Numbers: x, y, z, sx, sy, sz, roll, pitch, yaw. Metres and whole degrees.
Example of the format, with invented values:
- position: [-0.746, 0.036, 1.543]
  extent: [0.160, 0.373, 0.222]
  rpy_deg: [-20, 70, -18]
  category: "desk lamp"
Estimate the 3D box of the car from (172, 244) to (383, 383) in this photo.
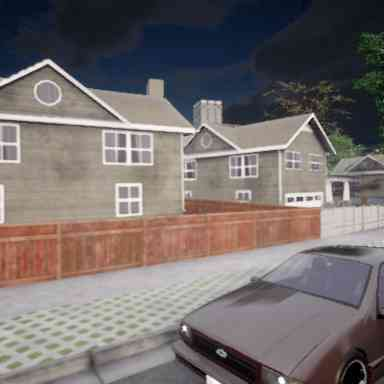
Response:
- position: [2.348, 1.559, 4.968]
  extent: [5.357, 1.411, 2.033]
  rpy_deg: [0, 0, -38]
  category: "car"
